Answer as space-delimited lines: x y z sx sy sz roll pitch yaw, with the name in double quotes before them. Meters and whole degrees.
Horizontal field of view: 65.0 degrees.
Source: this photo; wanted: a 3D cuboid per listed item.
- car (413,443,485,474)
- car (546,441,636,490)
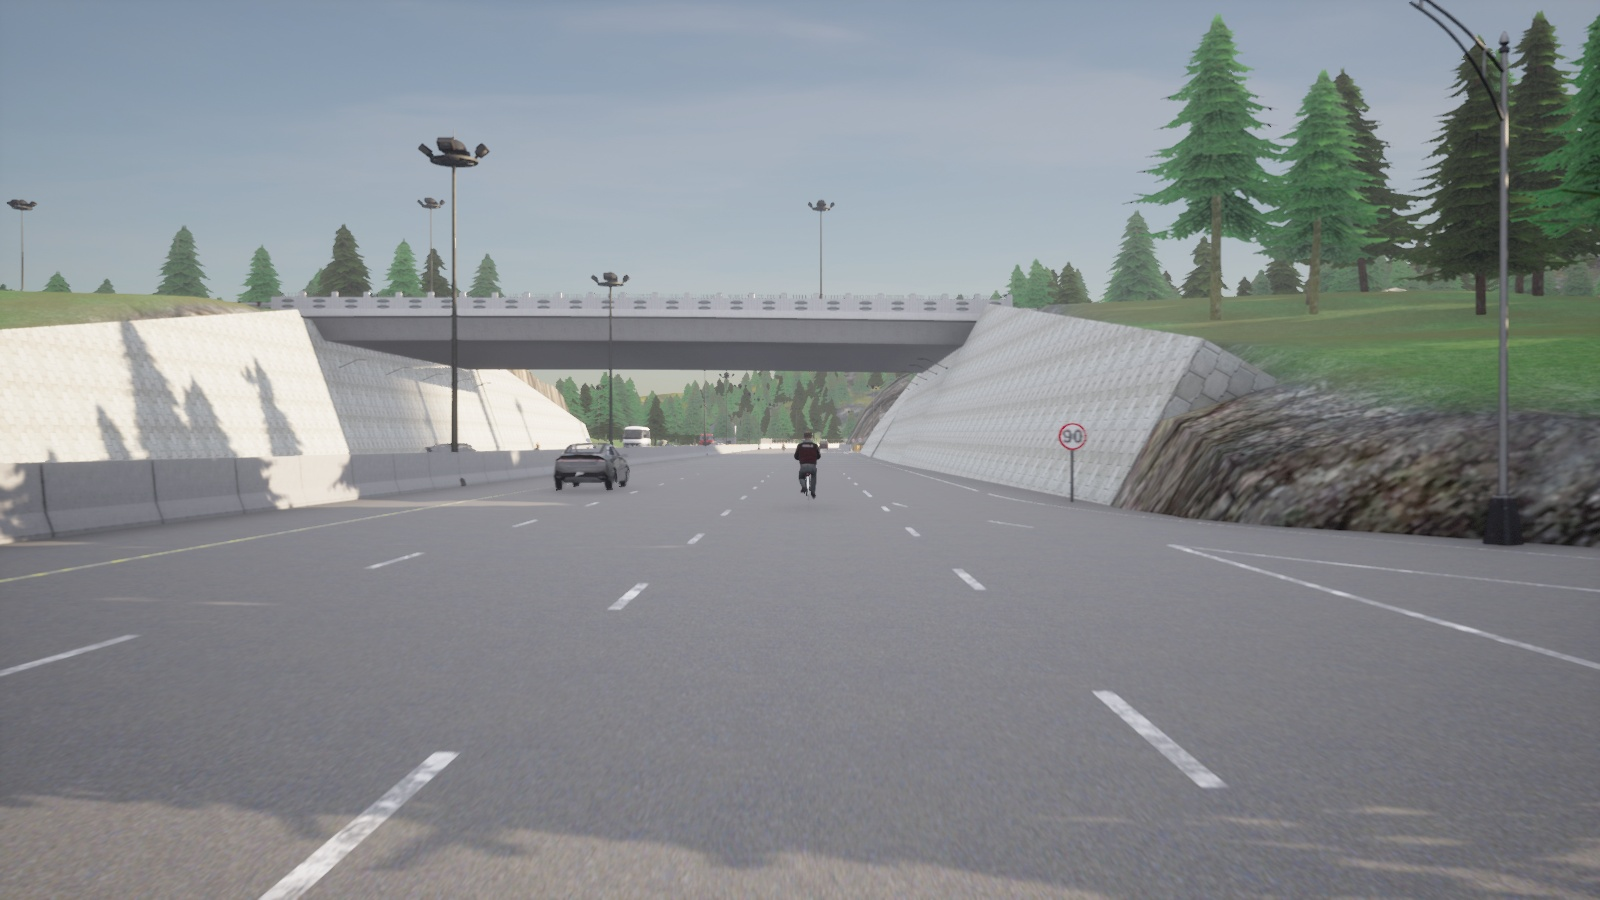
"car" -17.135 0.386 61.471 2.163 1.488 4.792 0 0 0
"car" -6.751 0.466 41.084 2.128 1.511 4.902 0 0 0
